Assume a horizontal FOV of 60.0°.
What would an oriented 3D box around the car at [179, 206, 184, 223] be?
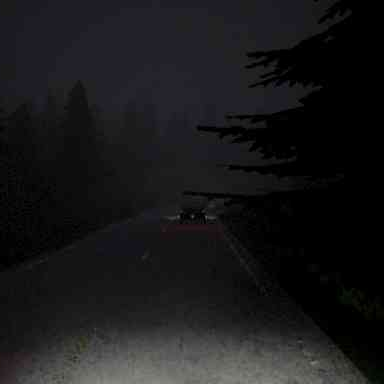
[{"bbox_3d":[0.054,1.416,24.370,1.812,1.442,4.674,0,1,0],"label":"car"}]
